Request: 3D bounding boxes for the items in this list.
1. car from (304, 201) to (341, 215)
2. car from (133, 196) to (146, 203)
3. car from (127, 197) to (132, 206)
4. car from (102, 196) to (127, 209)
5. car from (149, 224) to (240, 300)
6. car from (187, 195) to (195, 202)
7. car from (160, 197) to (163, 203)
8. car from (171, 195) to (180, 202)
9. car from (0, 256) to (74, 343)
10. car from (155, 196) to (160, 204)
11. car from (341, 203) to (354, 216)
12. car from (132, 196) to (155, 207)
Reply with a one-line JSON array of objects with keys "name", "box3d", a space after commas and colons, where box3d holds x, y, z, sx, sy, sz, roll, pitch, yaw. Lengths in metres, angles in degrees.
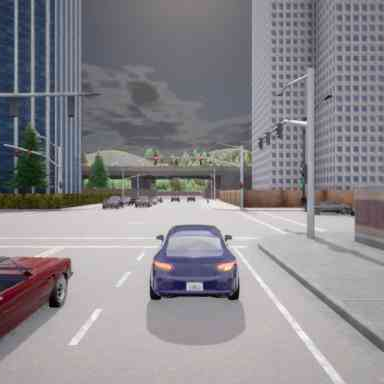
[{"name": "car", "box3d": [13.548, 1.564, 33.472, 4.181, 1.385, 1.994, 0, 0, 0]}, {"name": "car", "box3d": [-10.673, 1.600, 67.769, 1.895, 1.301, 4.718, 0, 0, 0]}, {"name": "car", "box3d": [-10.723, 1.491, 54.307, 2.128, 1.511, 4.902, 0, 0, 0]}, {"name": "car", "box3d": [-10.710, 1.351, 45.347, 2.097, 1.767, 4.553, 0, 0, 0]}, {"name": "car", "box3d": [0.058, 1.526, 8.252, 1.812, 1.442, 4.674, 0, 0, 0]}, {"name": "car", "box3d": [-0.184, 1.477, 74.528, 1.837, 1.490, 4.892, 0, 0, 0]}, {"name": "car", "box3d": [-7.170, 1.563, 68.869, 1.994, 1.385, 4.181, 0, 0, 0]}, {"name": "car", "box3d": [-3.684, 1.501, 74.519, 1.812, 1.442, 4.674, 0, 0, 0]}, {"name": "car", "box3d": [-3.452, 1.601, 4.982, 1.895, 1.301, 4.718, 0, 0, 0]}, {"name": "car", "box3d": [-7.222, 1.600, 58.819, 1.895, 1.301, 4.718, 0, 0, 0]}, {"name": "car", "box3d": [16.215, 1.564, 29.966, 4.181, 1.385, 1.994, 0, 0, 0]}, {"name": "car", "box3d": [-7.217, 1.351, 49.837, 2.097, 1.767, 4.553, 0, 0, 0]}]
